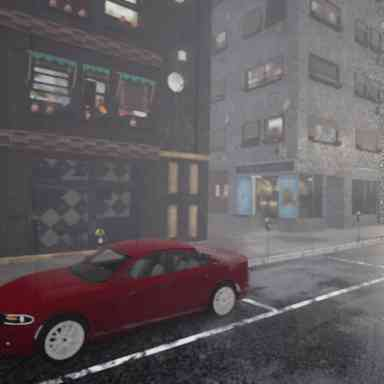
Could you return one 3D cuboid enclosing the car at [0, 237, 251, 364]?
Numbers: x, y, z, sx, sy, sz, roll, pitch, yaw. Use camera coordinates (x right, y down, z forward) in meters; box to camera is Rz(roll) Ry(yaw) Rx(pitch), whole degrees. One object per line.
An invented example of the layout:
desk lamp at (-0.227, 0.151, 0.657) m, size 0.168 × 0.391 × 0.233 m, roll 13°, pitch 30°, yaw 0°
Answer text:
car at (-0.952, 1.546, 5.861) m, size 4.507 × 1.381 × 1.887 m, roll 0°, pitch 1°, yaw -35°
